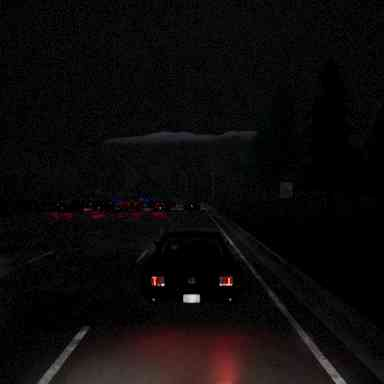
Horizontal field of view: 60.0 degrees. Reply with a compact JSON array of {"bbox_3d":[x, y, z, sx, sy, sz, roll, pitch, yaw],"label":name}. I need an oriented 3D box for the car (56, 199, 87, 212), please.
[{"bbox_3d":[-14.004,1.524,38.189,1.812,1.442,4.674,0,0,0],"label":"car"}]

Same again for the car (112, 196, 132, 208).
[{"bbox_3d":[-10.495,1.476,49.938,1.882,1.535,5.008,0,0,0],"label":"car"}]

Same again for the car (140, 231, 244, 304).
[{"bbox_3d":[-0.001,1.600,8.112,1.895,1.301,4.718,0,0,0],"label":"car"}]

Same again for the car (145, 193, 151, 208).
[{"bbox_3d":[-7.002,1.219,48.789,2.150,2.045,5.566,0,0,0],"label":"car"}]

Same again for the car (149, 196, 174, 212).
[{"bbox_3d":[-3.496,1.503,39.158,1.837,1.490,4.892,0,0,0],"label":"car"}]

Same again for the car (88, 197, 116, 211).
[{"bbox_3d":[-10.488,1.503,39.914,1.837,1.490,4.892,0,0,0],"label":"car"}]

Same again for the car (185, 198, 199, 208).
[{"bbox_3d":[0.006,1.562,49.539,1.994,1.385,4.181,0,0,0],"label":"car"}]

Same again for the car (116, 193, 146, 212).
[{"bbox_3d":[-6.999,1.350,38.844,2.097,1.767,4.553,0,0,0],"label":"car"}]

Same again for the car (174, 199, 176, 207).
[{"bbox_3d":[-3.489,1.562,49.546,1.994,1.385,4.181,0,0,0],"label":"car"}]

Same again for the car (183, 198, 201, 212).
[{"bbox_3d":[0.006,1.562,39.619,1.994,1.385,4.181,0,0,0],"label":"car"}]
